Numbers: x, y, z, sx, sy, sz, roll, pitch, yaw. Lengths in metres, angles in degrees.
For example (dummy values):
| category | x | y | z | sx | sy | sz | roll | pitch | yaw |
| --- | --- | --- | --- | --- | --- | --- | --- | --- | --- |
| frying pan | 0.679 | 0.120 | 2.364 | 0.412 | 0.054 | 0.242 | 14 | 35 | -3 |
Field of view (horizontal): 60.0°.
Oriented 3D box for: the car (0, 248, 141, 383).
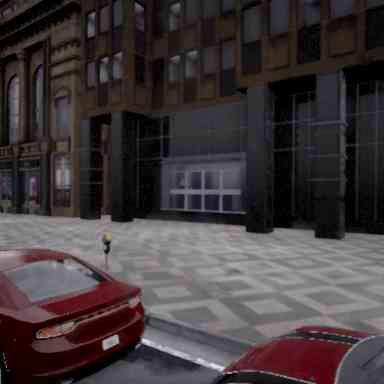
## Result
| category | x | y | z | sx | sy | sz | roll | pitch | yaw |
| --- | --- | --- | --- | --- | --- | --- | --- | --- | --- |
| car | -2.725 | 1.541 | 5.017 | 4.507 | 1.381 | 1.887 | 0 | 0 | 35 |

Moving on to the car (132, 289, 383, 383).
| category | x | y | z | sx | sy | sz | roll | pitch | yaw |
| --- | --- | --- | --- | --- | --- | --- | --- | --- | --- |
| car | 1.874 | 1.441 | 1.737 | 4.097 | 1.590 | 1.967 | 0 | 0 | 35 |
